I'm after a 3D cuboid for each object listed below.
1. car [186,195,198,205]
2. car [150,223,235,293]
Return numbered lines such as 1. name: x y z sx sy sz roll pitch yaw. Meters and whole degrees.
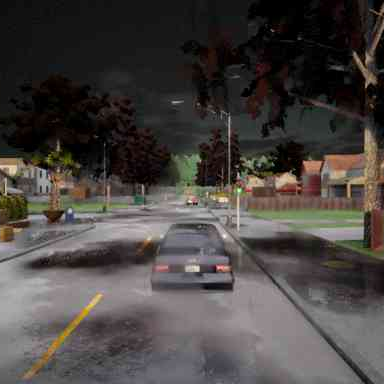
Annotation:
1. car: -0.021 1.619 57.344 1.895 1.301 4.718 0 0 0
2. car: 0.023 1.551 9.017 2.033 1.411 5.357 0 0 0
